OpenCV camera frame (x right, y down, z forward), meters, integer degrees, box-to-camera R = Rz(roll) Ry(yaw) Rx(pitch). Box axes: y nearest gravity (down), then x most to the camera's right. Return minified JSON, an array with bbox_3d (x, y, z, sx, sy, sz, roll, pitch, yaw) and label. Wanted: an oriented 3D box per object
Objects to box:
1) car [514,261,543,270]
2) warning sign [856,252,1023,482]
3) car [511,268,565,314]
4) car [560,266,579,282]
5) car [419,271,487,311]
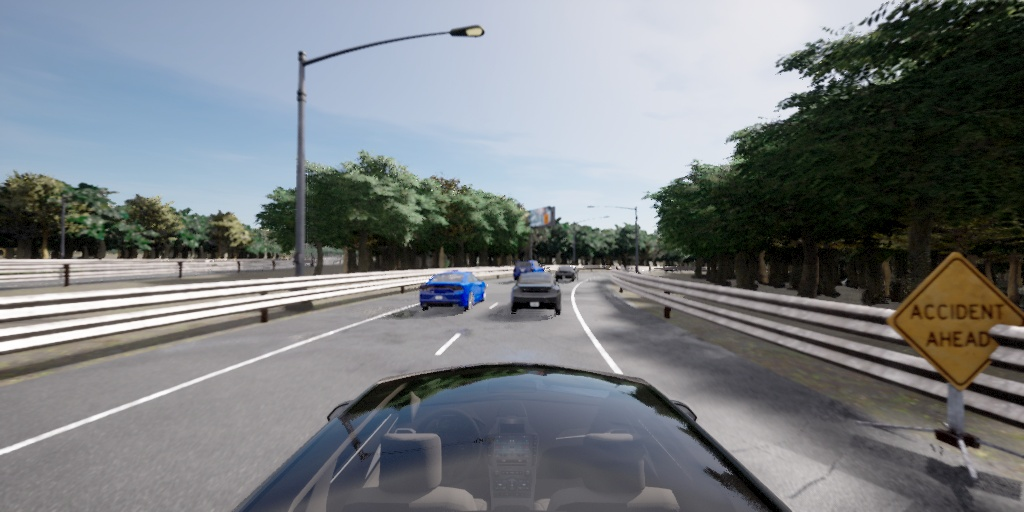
[{"bbox_3d":[1.722,1.488,35.394,2.150,2.045,5.566,0,-1,16],"label":"car"},{"bbox_3d":[4.202,0.891,3.387,1.300,1.860,1.060,0,0,1],"label":"warning sign"},{"bbox_3d":[1.051,1.422,14.624,1.837,1.490,4.892,0,-1,7],"label":"car"},{"bbox_3d":[5.602,1.789,36.046,1.837,1.490,4.892,0,-1,17],"label":"car"},{"bbox_3d":[-2.368,1.402,15.487,1.882,1.535,5.008,0,-1,7],"label":"car"}]
